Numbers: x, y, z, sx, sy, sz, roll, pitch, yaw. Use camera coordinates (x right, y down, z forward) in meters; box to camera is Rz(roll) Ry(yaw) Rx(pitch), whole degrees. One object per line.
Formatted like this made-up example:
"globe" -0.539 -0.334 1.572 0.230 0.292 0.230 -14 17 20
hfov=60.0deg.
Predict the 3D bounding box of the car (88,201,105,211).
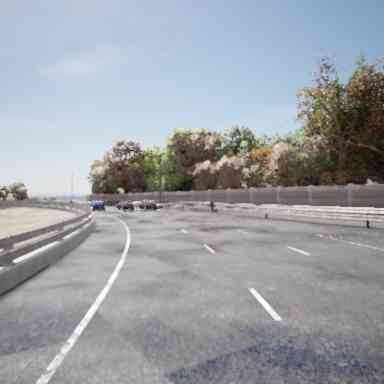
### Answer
"car" -16.114 2.298 55.691 1.882 1.535 5.008 0 -1 -32

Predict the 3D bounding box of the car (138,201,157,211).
"car" -7.364 2.263 54.591 1.837 1.490 4.892 1 -1 -29

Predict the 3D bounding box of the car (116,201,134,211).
"car" -10.873 2.271 53.721 1.837 1.490 4.892 1 -1 -29
